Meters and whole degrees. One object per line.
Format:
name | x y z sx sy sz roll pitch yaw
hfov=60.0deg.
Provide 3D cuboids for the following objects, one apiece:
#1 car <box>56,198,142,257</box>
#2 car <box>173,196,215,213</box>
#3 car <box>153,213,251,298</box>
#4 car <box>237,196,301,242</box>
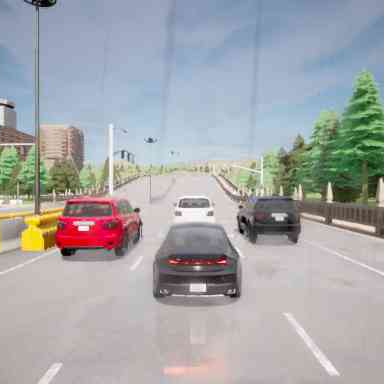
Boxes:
car | -3.390 1.223 13.094 2.150 2.045 5.566 0 0 0
car | 0.115 1.221 18.808 2.150 2.045 5.566 0 0 0
car | 0.109 1.505 8.512 1.837 1.490 4.892 0 0 0
car | 3.614 1.219 16.411 2.150 2.045 5.566 0 0 0
